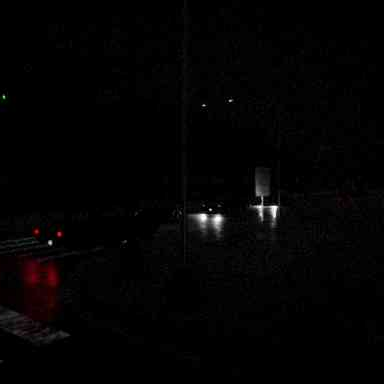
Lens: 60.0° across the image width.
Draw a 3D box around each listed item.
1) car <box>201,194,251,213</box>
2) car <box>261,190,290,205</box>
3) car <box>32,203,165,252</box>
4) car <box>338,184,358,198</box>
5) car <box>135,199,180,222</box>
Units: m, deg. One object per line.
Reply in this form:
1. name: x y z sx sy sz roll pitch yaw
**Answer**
1. car: 2.887 0.859 26.734 2.033 1.411 5.357 0 2 35
2. car: 8.894 0.557 35.197 1.837 1.490 4.892 0 2 35
3. car: -3.392 1.318 12.767 1.895 1.301 4.718 0 2 35
4. car: 24.392 -0.219 51.953 2.150 2.045 5.566 0 2 35
5. car: -2.524 1.118 19.102 1.994 1.385 4.181 0 2 35
